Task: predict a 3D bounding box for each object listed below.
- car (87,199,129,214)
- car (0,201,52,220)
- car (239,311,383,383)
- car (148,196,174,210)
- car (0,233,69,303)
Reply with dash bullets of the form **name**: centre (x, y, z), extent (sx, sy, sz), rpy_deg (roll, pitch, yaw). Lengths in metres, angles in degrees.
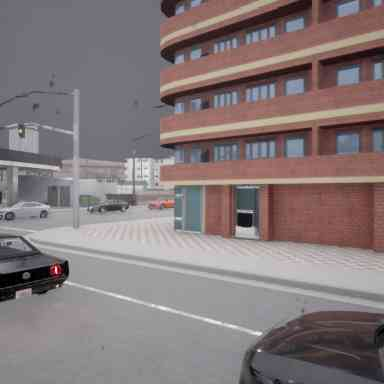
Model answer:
- **car**: centre (-8.907, 1.509, 35.595), extent (2.128, 1.511, 4.902), rpy_deg (0, 0, 35)
- **car**: centre (-14.133, 1.523, 27.951), extent (1.812, 1.442, 4.674), rpy_deg (0, 0, 34)
- **car**: centre (2.651, 1.514, 2.104), extent (4.892, 1.490, 1.837), rpy_deg (0, 0, 35)
- **car**: centre (-3.670, 1.389, 43.183), extent (2.097, 1.767, 4.553), rpy_deg (0, 0, 35)
- **car**: centre (-4.929, 1.599, 7.496), extent (4.718, 1.301, 1.895), rpy_deg (0, 0, 36)
